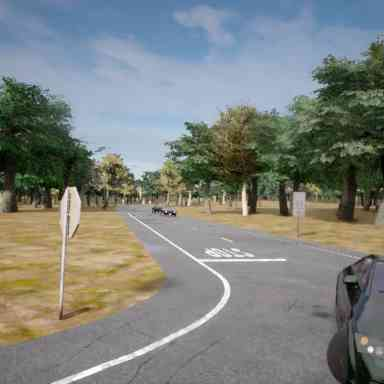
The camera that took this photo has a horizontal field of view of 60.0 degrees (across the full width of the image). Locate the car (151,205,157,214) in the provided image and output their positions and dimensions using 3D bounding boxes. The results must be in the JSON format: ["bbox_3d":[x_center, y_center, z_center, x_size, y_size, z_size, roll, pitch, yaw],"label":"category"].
[{"bbox_3d":[-5.783,2.960,56.904,1.882,1.535,5.008,3,-2,-14],"label":"car"}]

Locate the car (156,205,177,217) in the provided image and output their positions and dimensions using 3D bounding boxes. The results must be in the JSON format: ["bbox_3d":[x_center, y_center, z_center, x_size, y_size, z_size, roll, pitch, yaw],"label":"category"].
[{"bbox_3d":[-3.514,2.849,48.061,1.895,1.301,4.718,3,-2,-13],"label":"car"}]

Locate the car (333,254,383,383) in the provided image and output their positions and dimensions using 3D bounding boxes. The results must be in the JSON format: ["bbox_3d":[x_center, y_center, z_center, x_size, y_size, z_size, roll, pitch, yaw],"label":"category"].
[{"bbox_3d":[3.137,1.643,4.667,1.994,1.385,4.181,1,-1,22],"label":"car"}]
